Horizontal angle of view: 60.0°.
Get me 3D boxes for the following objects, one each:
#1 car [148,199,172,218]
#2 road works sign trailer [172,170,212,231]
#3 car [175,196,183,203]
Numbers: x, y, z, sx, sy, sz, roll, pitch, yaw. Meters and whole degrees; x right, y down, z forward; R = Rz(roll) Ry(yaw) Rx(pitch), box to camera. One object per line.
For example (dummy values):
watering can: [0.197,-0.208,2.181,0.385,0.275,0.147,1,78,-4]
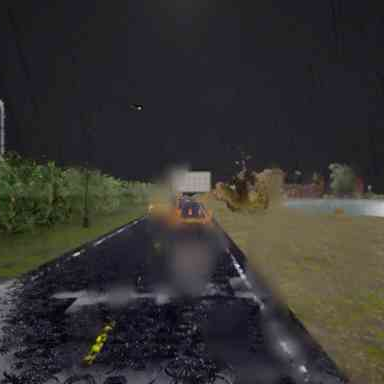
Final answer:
car: [-2.862,1.461,30.442,1.882,1.535,5.008,0,0,0]
road works sign trailer: [-0.011,0.446,20.389,2.380,3.560,2.880,0,0,0]
car: [-2.787,1.562,72.365,2.033,1.411,5.357,0,0,0]
